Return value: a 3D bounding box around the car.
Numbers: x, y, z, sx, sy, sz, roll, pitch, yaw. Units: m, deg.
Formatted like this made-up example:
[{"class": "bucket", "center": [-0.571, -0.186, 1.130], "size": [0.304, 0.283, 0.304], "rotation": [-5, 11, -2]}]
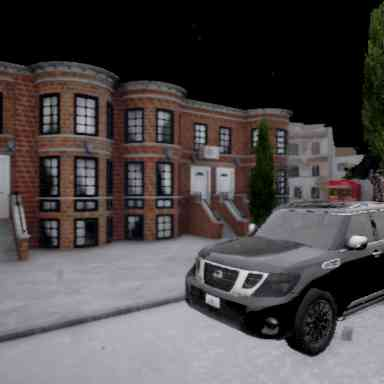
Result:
[{"class": "car", "center": [2.547, 1.222, 6.425], "size": [5.566, 2.045, 2.150], "rotation": [0, 0, -36]}]
